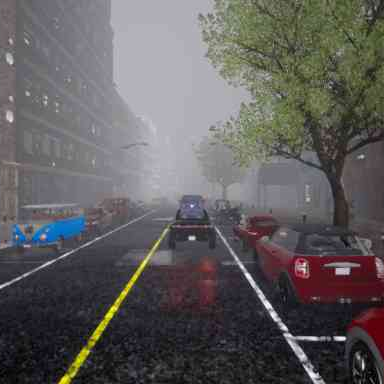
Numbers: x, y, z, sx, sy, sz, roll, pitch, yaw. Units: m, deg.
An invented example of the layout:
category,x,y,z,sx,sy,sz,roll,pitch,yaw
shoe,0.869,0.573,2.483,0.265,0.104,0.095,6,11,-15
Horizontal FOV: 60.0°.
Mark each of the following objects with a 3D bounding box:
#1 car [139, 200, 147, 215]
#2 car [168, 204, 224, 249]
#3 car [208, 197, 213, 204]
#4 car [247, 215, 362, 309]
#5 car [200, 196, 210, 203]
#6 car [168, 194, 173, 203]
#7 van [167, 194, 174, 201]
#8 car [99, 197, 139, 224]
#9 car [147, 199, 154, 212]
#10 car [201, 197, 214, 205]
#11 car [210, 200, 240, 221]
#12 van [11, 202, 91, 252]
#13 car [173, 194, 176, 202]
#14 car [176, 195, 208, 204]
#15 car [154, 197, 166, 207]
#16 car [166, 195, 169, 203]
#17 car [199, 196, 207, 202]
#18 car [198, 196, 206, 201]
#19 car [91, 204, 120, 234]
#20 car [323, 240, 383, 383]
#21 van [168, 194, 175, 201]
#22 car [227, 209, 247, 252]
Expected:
category,x,y,z,sx,sy,sz,roll,pitch,yaw
car,-5.692,1.576,30.672,1.947,1.339,4.313,0,0,0
car,0.000,1.496,14.650,2.128,1.511,4.902,0,0,0
car,2.689,1.450,30.670,1.967,1.590,4.097,0,0,0
car,2.689,1.439,7.882,1.967,1.590,4.097,0,0,0
car,2.688,1.611,70.545,1.887,1.381,4.507,0,0,0
car,-5.693,1.632,70.548,1.947,1.339,4.313,0,0,0
van,-5.694,1.447,87.640,1.690,1.788,3.998,0,0,0
car,-5.692,1.320,24.974,2.192,1.841,5.009,0,0,0
car,-5.692,1.567,36.368,2.008,1.369,4.403,0,0,0
car,2.688,1.597,59.154,2.008,1.369,4.403,0,0,0
car,2.689,1.556,24.973,2.008,1.369,4.403,0,0,0
van,-5.692,1.340,13.581,1.690,1.788,3.998,0,0,0
car,-3.000,1.425,76.142,2.097,1.767,4.553,0,0,0
car,0.000,1.268,29.681,2.150,2.045,5.566,0,0,0
car,-5.693,1.563,53.289,1.752,1.417,4.829,0,0,0
car,-5.692,1.591,59.156,1.887,1.381,4.507,0,0,0
car,2.688,1.674,81.939,1.802,1.307,4.206,0,0,0
car,2.687,1.651,87.637,1.887,1.381,4.507,0,0,0
car,-5.692,1.583,19.278,1.802,1.307,4.206,0,0,0
car,2.689,1.439,2.186,1.967,1.590,4.097,0,0,0
van,-5.694,1.462,93.336,1.690,1.788,3.998,0,0,0
car,2.689,1.581,13.580,1.802,1.307,4.206,0,0,0
